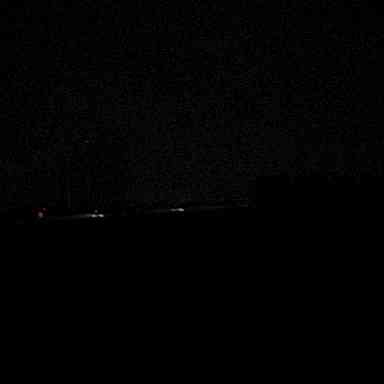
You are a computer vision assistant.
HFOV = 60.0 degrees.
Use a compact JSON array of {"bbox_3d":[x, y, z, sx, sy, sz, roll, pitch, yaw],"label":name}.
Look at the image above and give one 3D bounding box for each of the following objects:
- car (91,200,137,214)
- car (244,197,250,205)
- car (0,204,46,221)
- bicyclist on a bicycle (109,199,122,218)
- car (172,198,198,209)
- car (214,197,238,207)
[{"bbox_3d":[-8.411,1.624,36.635,2.033,1.411,5.357,-2,-1,35],"label":"car"},{"bbox_3d":[11.030,1.577,59.218,2.128,1.511,4.902,-2,-1,35],"label":"car"},{"bbox_3d":[-14.565,1.664,27.935,1.994,1.385,4.181,-2,-1,34],"label":"car"},{"bbox_3d":[-6.617,1.437,28.804,1.656,1.620,0.582,0,0,35],"label":"bicyclist on a bicycle"},{"bbox_3d":[-0.902,1.597,47.230,1.812,1.442,4.674,-2,-1,36],"label":"car"},{"bbox_3d":[5.324,1.504,51.043,1.882,1.535,5.008,-2,-1,36],"label":"car"}]
